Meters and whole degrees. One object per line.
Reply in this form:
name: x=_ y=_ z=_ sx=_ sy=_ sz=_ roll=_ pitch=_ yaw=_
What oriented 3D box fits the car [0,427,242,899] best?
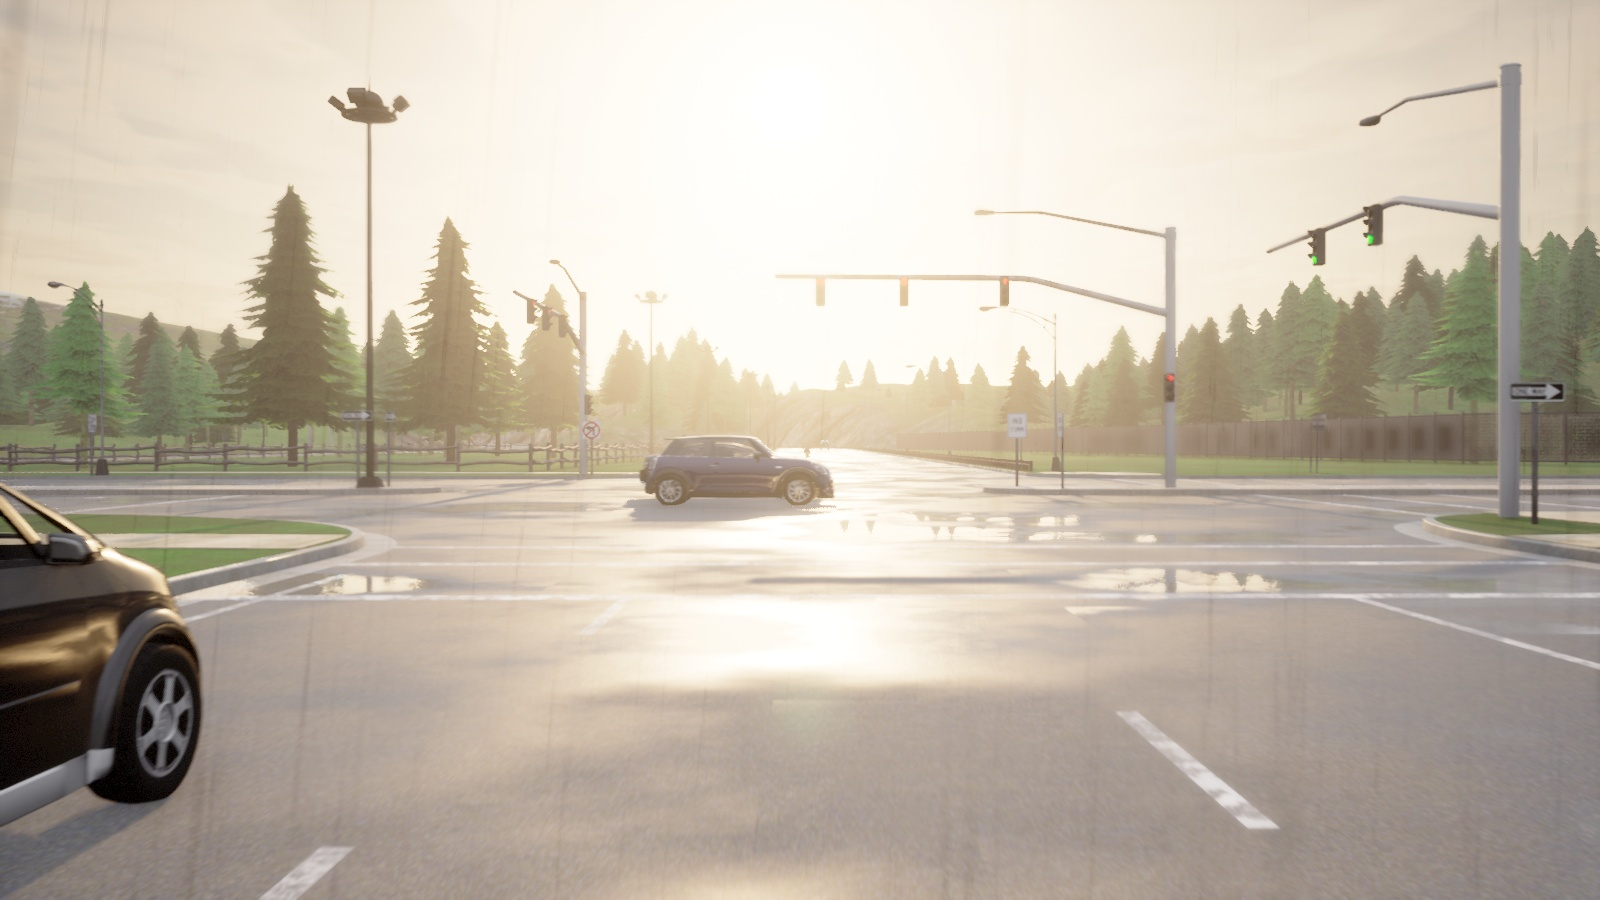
car: x=-3.462 y=0.700 z=3.911 sx=1.789 sy=1.549 sz=3.705 roll=0 pitch=0 yaw=0

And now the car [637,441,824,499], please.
car: x=-1.796 y=0.511 z=33.821 sx=4.902 sy=1.511 sz=2.128 roll=0 pitch=0 yaw=1

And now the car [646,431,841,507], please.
car: x=-1.304 y=0.433 z=30.312 sx=4.553 sy=1.767 sz=2.097 roll=0 pitch=0 yaw=1
